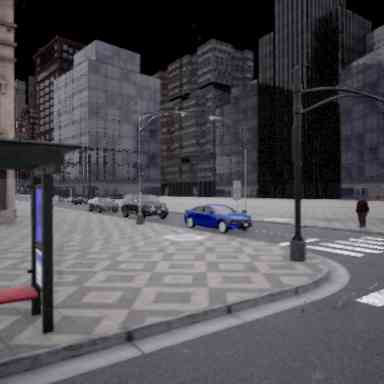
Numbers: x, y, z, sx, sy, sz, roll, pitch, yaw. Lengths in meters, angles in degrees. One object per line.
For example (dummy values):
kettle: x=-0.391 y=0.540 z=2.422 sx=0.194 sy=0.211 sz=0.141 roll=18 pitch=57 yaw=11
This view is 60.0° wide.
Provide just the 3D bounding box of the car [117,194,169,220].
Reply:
car: x=-4.089 y=1.190 z=28.071 sx=2.150 sy=2.045 sz=5.566 roll=0 pitch=0 yaw=-34

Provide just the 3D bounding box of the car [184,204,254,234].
car: x=1.474 y=1.473 z=19.830 sx=1.882 sy=1.535 sz=5.008 roll=0 pitch=0 yaw=-35

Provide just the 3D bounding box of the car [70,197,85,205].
car: x=-19.168 y=1.449 z=56.110 sx=1.895 sy=1.301 sz=4.718 roll=0 pitch=0 yaw=-34

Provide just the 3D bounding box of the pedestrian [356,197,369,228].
pedestrian: x=9.667 y=1.117 z=18.851 sx=0.375 sy=1.860 sz=0.375 roll=0 pitch=0 yaw=-34

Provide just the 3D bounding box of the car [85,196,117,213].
car: x=-9.655 y=1.293 z=36.339 sx=2.097 sy=1.767 sz=4.553 roll=0 pitch=0 yaw=-34
